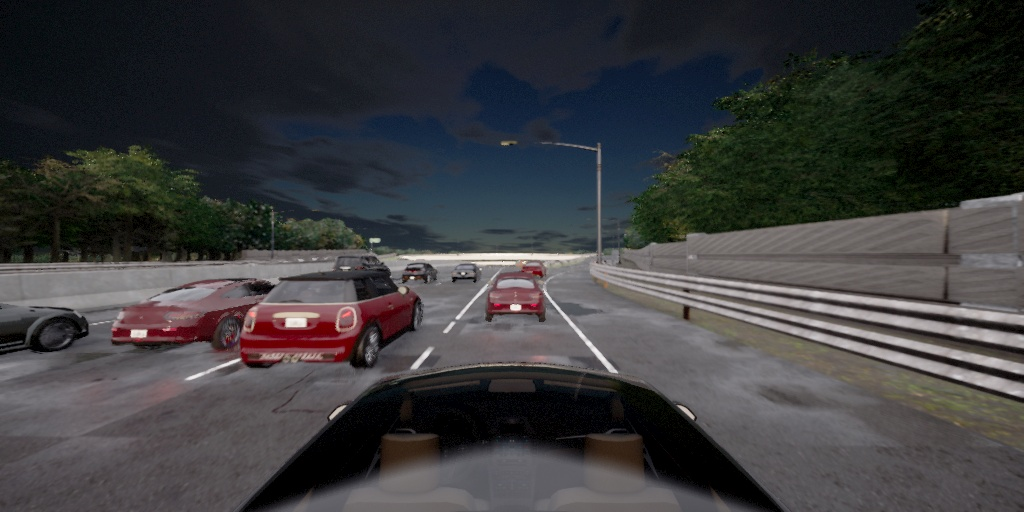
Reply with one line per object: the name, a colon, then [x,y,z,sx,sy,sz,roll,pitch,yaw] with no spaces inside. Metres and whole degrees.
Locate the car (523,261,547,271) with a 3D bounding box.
car: [2.101,1.226,32.889,1.882,1.535,5.008,0,0,11]

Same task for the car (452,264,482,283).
car: [-3.490,1.296,28.078,2.033,1.411,5.357,0,0,0]

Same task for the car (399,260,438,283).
car: [-6.891,1.254,27.206,1.837,1.490,4.892,0,0,0]

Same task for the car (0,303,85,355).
car: [-10.399,1.314,6.182,1.994,1.385,4.181,0,0,0]

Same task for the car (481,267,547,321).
car: [0.124,1.275,12.338,1.812,1.442,4.674,0,0,0]

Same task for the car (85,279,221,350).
car: [-6.897,1.275,8.931,1.812,1.442,4.674,0,0,0]

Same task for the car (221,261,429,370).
car: [-3.498,1.102,7.933,2.097,1.767,4.553,0,0,0]

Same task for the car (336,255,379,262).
car: [-10.392,0.970,25.027,2.150,2.045,5.566,0,0,0]
